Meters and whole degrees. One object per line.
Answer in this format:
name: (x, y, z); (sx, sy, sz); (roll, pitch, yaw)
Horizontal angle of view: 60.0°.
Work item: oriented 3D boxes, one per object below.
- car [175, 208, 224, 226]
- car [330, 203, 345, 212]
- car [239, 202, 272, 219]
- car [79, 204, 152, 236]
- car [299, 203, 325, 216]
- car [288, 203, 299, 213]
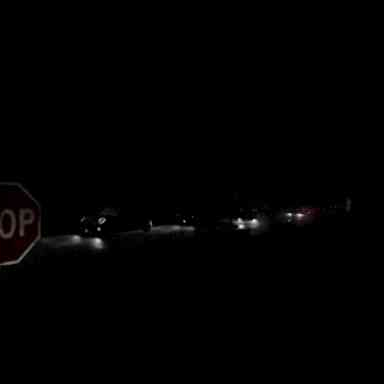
car: (0.697, 1.993, 27.479); (1.895, 1.301, 4.718); (0, -1, 36)
car: (24.840, 2.576, 56.286); (2.033, 1.411, 5.357); (0, -1, 36)
car: (6.933, 1.925, 36.220); (2.097, 1.767, 4.553); (0, -1, 36)
car: (-4.498, 1.591, 20.101); (2.097, 1.767, 4.553); (0, -1, 35)
car: (16.208, 2.390, 44.167); (1.895, 1.301, 4.718); (0, -1, 35)
car: (15.526, 2.329, 48.134); (1.837, 1.490, 4.892); (0, -1, 36)
